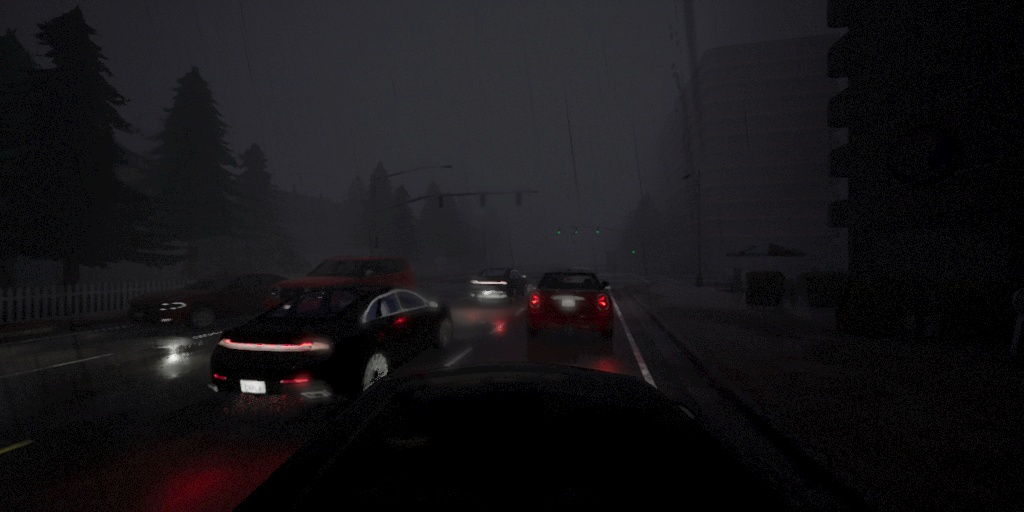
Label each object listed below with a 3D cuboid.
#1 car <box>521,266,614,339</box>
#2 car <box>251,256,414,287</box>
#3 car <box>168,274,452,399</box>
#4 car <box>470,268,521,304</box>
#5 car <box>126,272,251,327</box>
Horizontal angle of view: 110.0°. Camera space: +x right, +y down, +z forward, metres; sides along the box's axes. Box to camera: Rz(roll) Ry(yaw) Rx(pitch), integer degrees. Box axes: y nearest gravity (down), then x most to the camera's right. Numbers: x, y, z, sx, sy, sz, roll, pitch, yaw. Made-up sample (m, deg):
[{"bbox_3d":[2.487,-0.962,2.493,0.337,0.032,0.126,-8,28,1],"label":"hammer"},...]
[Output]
[{"bbox_3d":[1.741,1.137,10.481,2.097,1.767,4.553,0,0,11],"label":"car"},{"bbox_3d":[-5.352,1.007,12.222,2.150,2.045,5.566,0,0,13],"label":"car"},{"bbox_3d":[-2.546,1.259,6.427,2.128,1.511,4.902,0,0,9],"label":"car"},{"bbox_3d":[-0.472,1.302,16.886,2.128,1.511,4.902,0,0,12],"label":"car"},{"bbox_3d":[-9.054,1.259,11.644,1.882,1.535,5.008,0,0,12],"label":"car"}]
